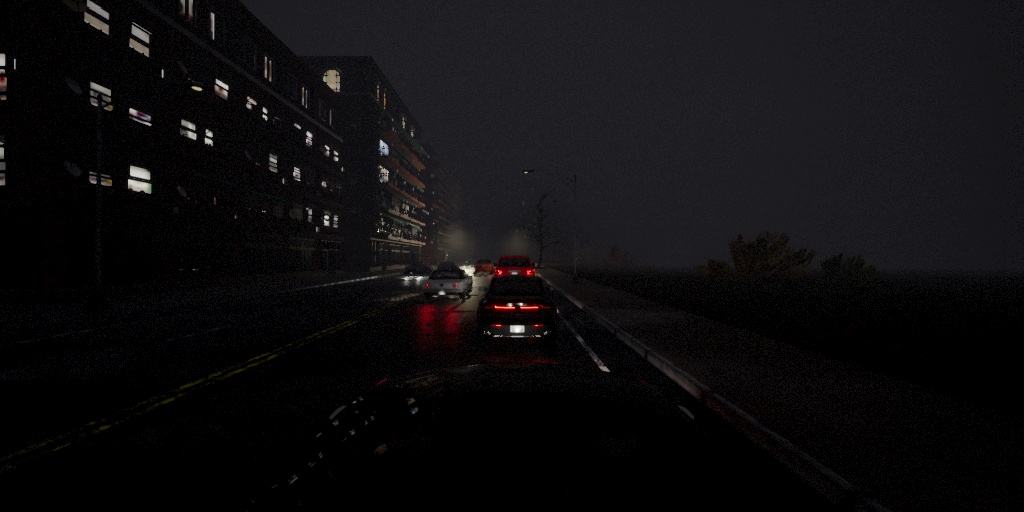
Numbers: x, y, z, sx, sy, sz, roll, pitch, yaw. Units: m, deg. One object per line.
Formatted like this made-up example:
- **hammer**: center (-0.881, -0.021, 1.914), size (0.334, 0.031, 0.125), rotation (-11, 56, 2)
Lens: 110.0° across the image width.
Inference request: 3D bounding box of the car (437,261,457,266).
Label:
- **car**: center (-6.554, 1.279, 36.368), size (1.812, 1.442, 4.674), rotation (0, 0, 0)

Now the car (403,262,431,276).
- **car**: center (-9.802, 1.301, 37.622), size (2.033, 1.411, 5.357), rotation (0, 0, 0)

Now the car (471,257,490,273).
- **car**: center (-3.098, 1.106, 41.410), size (2.097, 1.767, 4.553), rotation (0, 0, 0)

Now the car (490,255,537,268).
- **car**: center (0.125, 0.975, 20.161), size (2.150, 2.045, 5.566), rotation (0, 0, 0)

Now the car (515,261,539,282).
- **car**: center (1.177, 1.209, 30.568), size (1.801, 1.575, 5.366), rotation (0, 0, 0)

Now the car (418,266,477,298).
- **car**: center (-3.127, 1.353, 18.301), size (1.895, 1.301, 4.718), rotation (0, 0, 0)

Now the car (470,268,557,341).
- **car**: center (0.113, 1.256, 9.814), size (1.837, 1.490, 4.892), rotation (0, 0, 0)
